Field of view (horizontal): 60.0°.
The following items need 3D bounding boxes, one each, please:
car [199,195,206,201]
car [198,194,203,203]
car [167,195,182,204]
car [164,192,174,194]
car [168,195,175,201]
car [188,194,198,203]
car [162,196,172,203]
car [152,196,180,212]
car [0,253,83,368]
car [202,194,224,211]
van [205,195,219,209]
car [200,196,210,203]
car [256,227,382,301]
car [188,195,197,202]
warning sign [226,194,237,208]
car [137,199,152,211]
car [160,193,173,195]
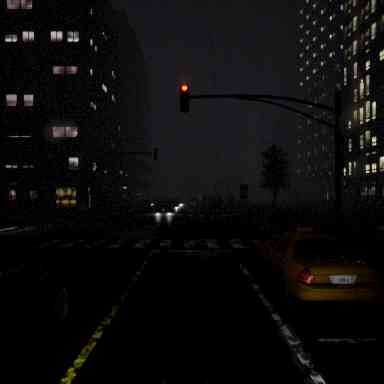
[{"bbox_3d":[2.849,1.625,90.395,1.752,1.417,4.829,0,0,0],"label":"car"},{"bbox_3d":[2.797,1.362,62.591,2.192,1.841,5.009,0,0,0],"label":"car"},{"bbox_3d":[-2.997,1.594,52.409,1.994,1.385,4.181,0,0,0],"label":"car"},{"bbox_3d":[-5.553,1.517,79.187,1.967,1.590,4.097,0,0,0],"label":"car"},{"bbox_3d":[-5.532,1.624,90.070,1.752,1.417,4.829,0,0,0],"label":"car"},{"bbox_3d":[0.227,1.562,69.581,1.837,1.490,4.892,0,-1,0],"label":"car"},{"bbox_3d":[-5.562,1.648,73.661,1.802,1.307,4.206,0,0,0],"label":"car"},{"bbox_3d":[-2.998,1.563,38.897,2.033,1.411,5.357,0,0,3],"label":"car"},{"bbox_3d":[-3.093,1.601,4.346,1.895,1.301,4.718,0,0,0],"label":"car"},{"bbox_3d":[2.758,1.332,40.486,2.192,1.841,5.009,0,0,0],"label":"car"},{"bbox_3d":[2.768,1.364,46.012,1.690,1.788,3.998,0,0,0],"label":"van"},{"bbox_3d":[2.818,1.611,73.645,1.887,1.381,4.507,0,0,0],"label":"car"},{"bbox_3d":[2.701,1.526,8.243,1.752,1.417,4.829,0,0,0],"label":"car"},{"bbox_3d":[0.143,1.603,79.736,2.128,1.511,4.902,0,0,0],"label":"car"},{"bbox_3d":[5.151,1.135,43.738,1.300,1.860,1.060,0,0,0],"label":"warning sign"},{"bbox_3d":[-5.621,1.568,40.501,2.008,1.369,4.403,0,0,0],"label":"car"},{"bbox_3d":[-5.572,1.497,68.134,1.967,1.590,4.097,0,0,0],"label":"car"}]
